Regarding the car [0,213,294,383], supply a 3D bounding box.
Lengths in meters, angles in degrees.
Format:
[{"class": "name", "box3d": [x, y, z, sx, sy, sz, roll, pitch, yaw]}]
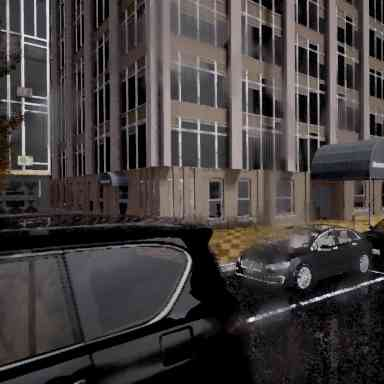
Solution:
[{"class": "car", "box3d": [-2.100, 1.221, 1.885, 5.566, 2.045, 2.150, 0, 0, -36]}]

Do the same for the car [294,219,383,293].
[{"class": "car", "box3d": [3.091, 1.549, 8.784, 4.403, 1.369, 2.008, 0, -1, -36]}]
